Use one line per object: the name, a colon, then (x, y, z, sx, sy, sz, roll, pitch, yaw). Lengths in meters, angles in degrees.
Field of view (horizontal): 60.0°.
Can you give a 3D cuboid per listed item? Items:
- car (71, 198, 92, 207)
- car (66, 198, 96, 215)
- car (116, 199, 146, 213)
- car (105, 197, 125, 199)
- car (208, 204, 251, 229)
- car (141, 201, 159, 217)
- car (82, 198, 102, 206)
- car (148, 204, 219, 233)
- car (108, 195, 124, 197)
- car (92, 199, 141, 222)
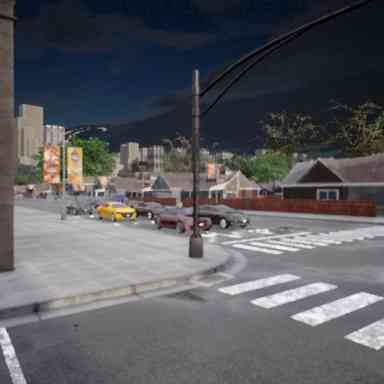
car: (-19.186, 1.855, 57.784, 2.033, 1.411, 5.357, 0, 0, -34)
car: (-12.561, 1.708, 36.979, 1.837, 1.490, 4.892, 0, 0, -35)
car: (-7.750, 1.700, 41.751, 1.837, 1.490, 4.892, 0, 0, -35)
car: (-9.748, 1.672, 38.630, 1.882, 1.535, 5.008, 0, 0, -35)
car: (1.814, 1.577, 22.380, 1.837, 1.490, 4.892, 0, 0, -35)
car: (-3.768, 1.637, 30.216, 1.837, 1.490, 4.892, 0, 0, -36)
car: (-18.875, 1.870, 62.798, 2.033, 1.411, 5.357, 0, 0, -35)
car: (-0.607, 1.641, 20.177, 1.994, 1.385, 4.181, 0, 0, -35)
car: (-12.719, 1.486, 54.322, 2.150, 2.045, 5.566, 0, 0, -36)
car: (-6.560, 1.618, 28.553, 1.882, 1.535, 5.008, 0, 0, -36)
